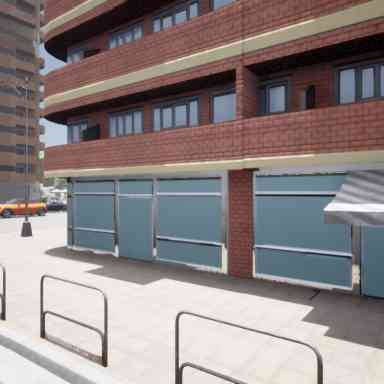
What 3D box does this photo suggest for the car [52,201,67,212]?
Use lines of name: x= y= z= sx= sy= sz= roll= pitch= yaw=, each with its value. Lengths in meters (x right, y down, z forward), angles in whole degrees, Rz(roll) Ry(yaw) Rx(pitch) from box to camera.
car: x=-15.386 y=1.601 z=35.850 sx=1.895 sy=1.301 sz=4.718 roll=0 pitch=0 yaw=36

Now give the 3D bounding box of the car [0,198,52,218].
car: x=-15.505 y=1.352 z=29.755 sx=2.097 sy=1.767 sz=4.553 roll=0 pitch=0 yaw=36
